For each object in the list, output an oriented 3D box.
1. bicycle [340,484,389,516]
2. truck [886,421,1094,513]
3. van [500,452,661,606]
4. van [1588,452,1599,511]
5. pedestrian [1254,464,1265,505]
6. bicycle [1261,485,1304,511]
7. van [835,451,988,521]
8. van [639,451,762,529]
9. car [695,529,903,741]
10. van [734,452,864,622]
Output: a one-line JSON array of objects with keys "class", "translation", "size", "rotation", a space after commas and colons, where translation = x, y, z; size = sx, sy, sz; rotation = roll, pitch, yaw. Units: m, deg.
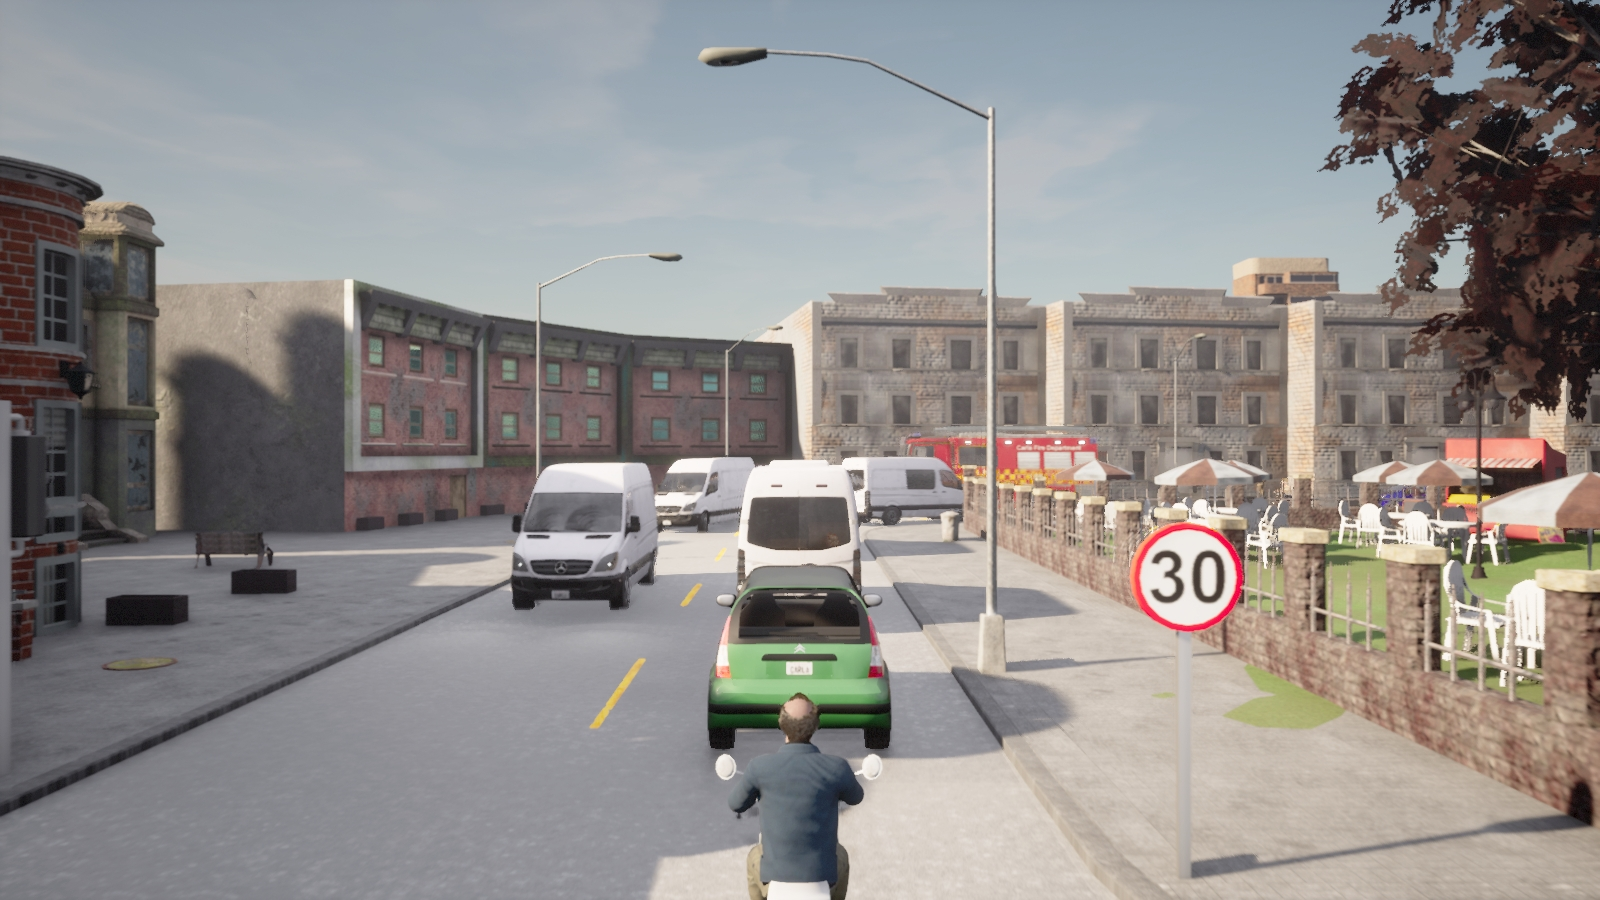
[{"class": "bicycle", "translation": [-17.159, 1.970, 45.024], "size": [1.835, 1.271, 0.329], "rotation": [0, 0, 0]}, {"class": "truck", "translation": [8.048, 0.704, 49.228], "size": [8.468, 3.827, 2.891], "rotation": [0, 0, 0]}, {"class": "van", "translation": [-4.038, 1.329, 22.107], "size": [1.988, 2.561, 5.915], "rotation": [0, 0, 0]}, {"class": "van", "translation": [37.459, 1.347, 49.049], "size": [5.915, 2.561, 1.988], "rotation": [0, 0, 0]}, {"class": "pedestrian", "translation": [20.896, 1.557, 51.965], "size": [0.375, 1.860, 0.375], "rotation": [0, 0, -3]}, {"class": "bicycle", "translation": [20.710, 2.069, 49.021], "size": [1.487, 1.080, 0.859], "rotation": [0, 0, 0]}, {"class": "van", "translation": [4.387, 1.346, 44.450], "size": [5.915, 2.561, 1.988], "rotation": [0, -1, -33]}, {"class": "van", "translation": [-3.446, 1.343, 41.092], "size": [1.988, 2.561, 5.915], "rotation": [-1, 0, 21]}, {"class": "car", "translation": [-0.011, 1.788, 12.189], "size": [1.851, 1.617, 3.988], "rotation": [0, 0, 0]}, {"class": "van", "translation": [-0.018, 1.329, 20.327], "size": [1.988, 2.561, 5.915], "rotation": [0, 0, 0]}]
